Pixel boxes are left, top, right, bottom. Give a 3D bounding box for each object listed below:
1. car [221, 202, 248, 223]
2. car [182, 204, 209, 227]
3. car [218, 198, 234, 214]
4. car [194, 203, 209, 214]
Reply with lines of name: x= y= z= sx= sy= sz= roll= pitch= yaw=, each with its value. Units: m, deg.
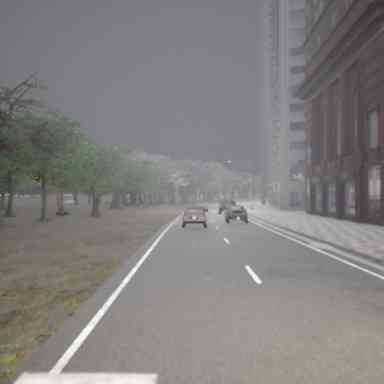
car: x=3.877 y=1.923 z=29.663 sx=1.837 sy=1.490 sz=4.892 roll=0 pitch=-1 yaw=2
car: x=0.234 y=1.904 z=25.956 sx=2.033 sy=1.411 sz=5.357 roll=0 pitch=-1 yaw=1
car: x=4.658 y=1.866 z=44.379 sx=2.150 sy=2.045 sz=5.566 roll=0 pitch=0 yaw=5
car: x=1.408 y=2.274 z=46.800 sx=1.895 sy=1.301 sz=4.718 roll=0 pitch=-1 yaw=5
